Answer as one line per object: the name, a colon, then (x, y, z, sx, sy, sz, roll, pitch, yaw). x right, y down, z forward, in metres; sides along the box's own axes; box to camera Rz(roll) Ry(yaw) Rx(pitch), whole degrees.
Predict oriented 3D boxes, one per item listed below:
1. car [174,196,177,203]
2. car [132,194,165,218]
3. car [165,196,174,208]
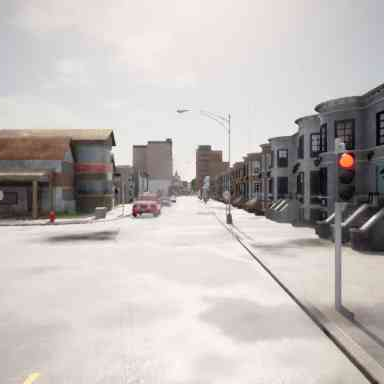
car: (-3.986, 1.551, 66.871, 2.033, 1.411, 5.357, 0, 0, 0)
car: (-4.110, 1.223, 30.973, 2.150, 2.045, 5.566, 0, 0, 0)
car: (-4.091, 1.505, 48.989, 1.837, 1.490, 4.892, 0, 0, 0)
